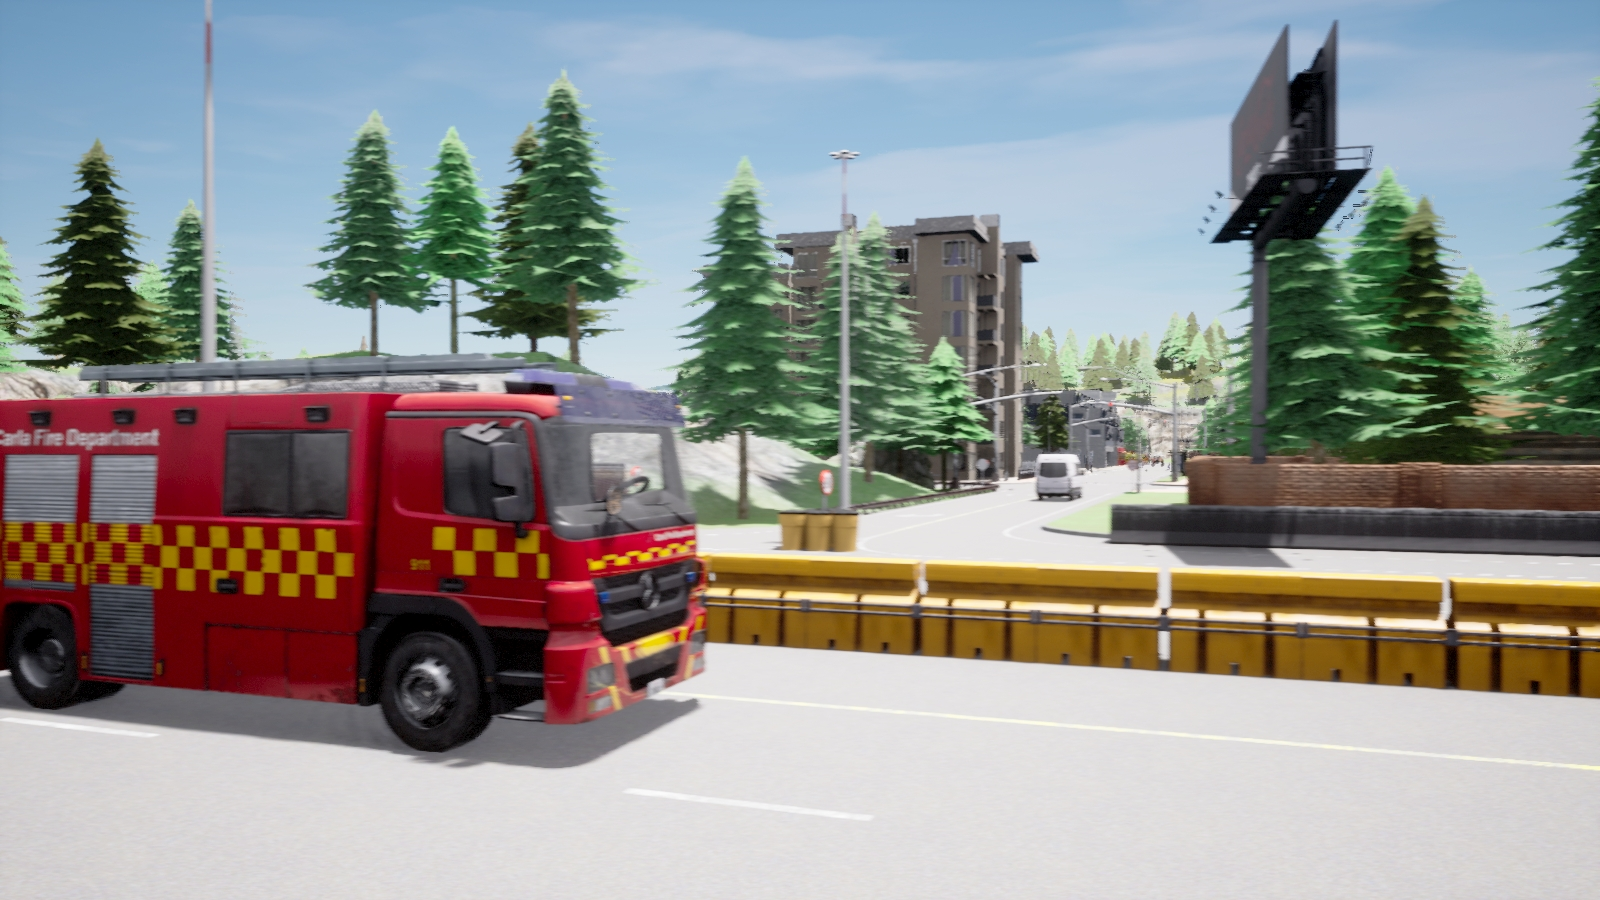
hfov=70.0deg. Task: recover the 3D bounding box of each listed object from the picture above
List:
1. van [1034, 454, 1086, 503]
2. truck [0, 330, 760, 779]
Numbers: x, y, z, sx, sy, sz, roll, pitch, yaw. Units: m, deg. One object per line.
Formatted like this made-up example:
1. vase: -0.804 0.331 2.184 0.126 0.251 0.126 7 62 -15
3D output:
1. van: 14.595 1.514 63.898 1.988 2.561 5.915 0 0 21
2. truck: -4.909 0.890 12.541 8.468 3.827 2.891 0 0 20
